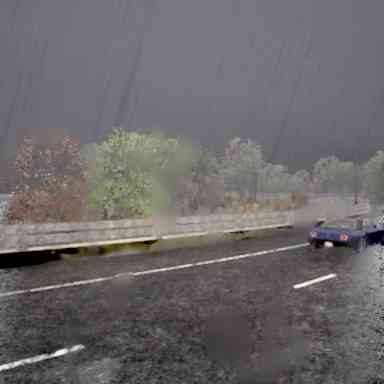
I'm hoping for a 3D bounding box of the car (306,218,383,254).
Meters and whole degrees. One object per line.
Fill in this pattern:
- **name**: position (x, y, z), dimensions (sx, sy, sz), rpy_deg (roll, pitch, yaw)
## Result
- **car**: position (6.878, 1.752, 14.341), dimensions (4.718, 1.301, 1.895), rpy_deg (1, -1, -44)
